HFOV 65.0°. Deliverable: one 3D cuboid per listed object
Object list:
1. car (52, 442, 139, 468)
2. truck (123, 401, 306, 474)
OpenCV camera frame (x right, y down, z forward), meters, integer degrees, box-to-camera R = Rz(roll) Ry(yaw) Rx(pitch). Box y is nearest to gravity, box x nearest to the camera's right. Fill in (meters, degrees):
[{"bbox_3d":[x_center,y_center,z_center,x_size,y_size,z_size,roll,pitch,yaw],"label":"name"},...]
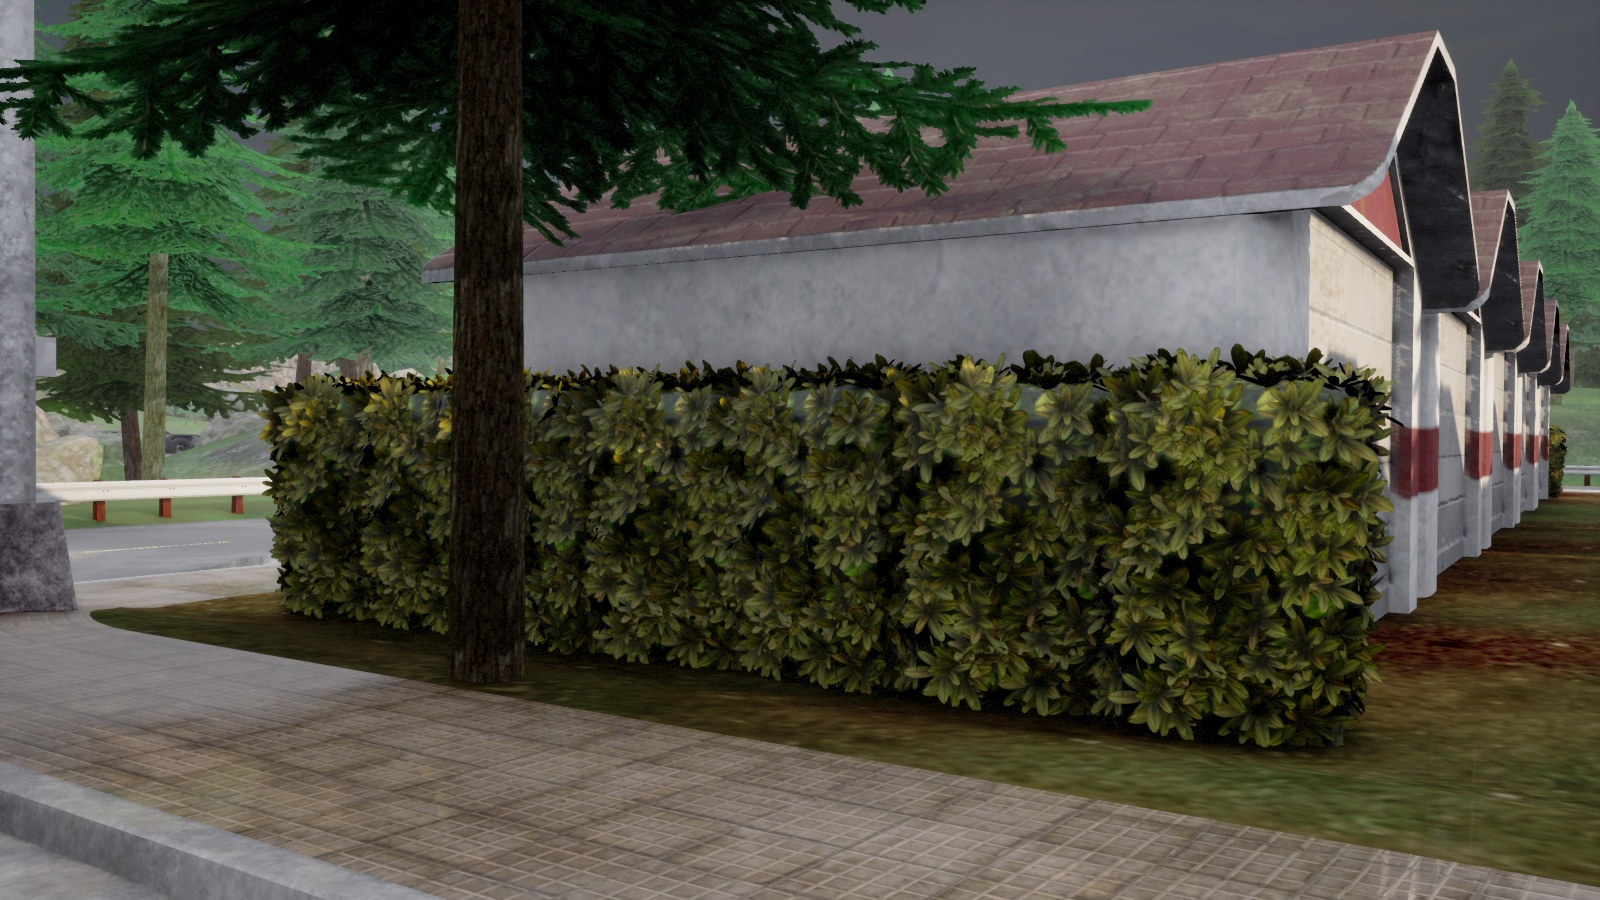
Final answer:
[{"bbox_3d":[-42.290,0.294,75.435,1.816,1.474,4.193,0,1,34],"label":"car"},{"bbox_3d":[-29.343,-0.653,63.308,2.891,3.462,7.936,0,1,34],"label":"truck"}]
